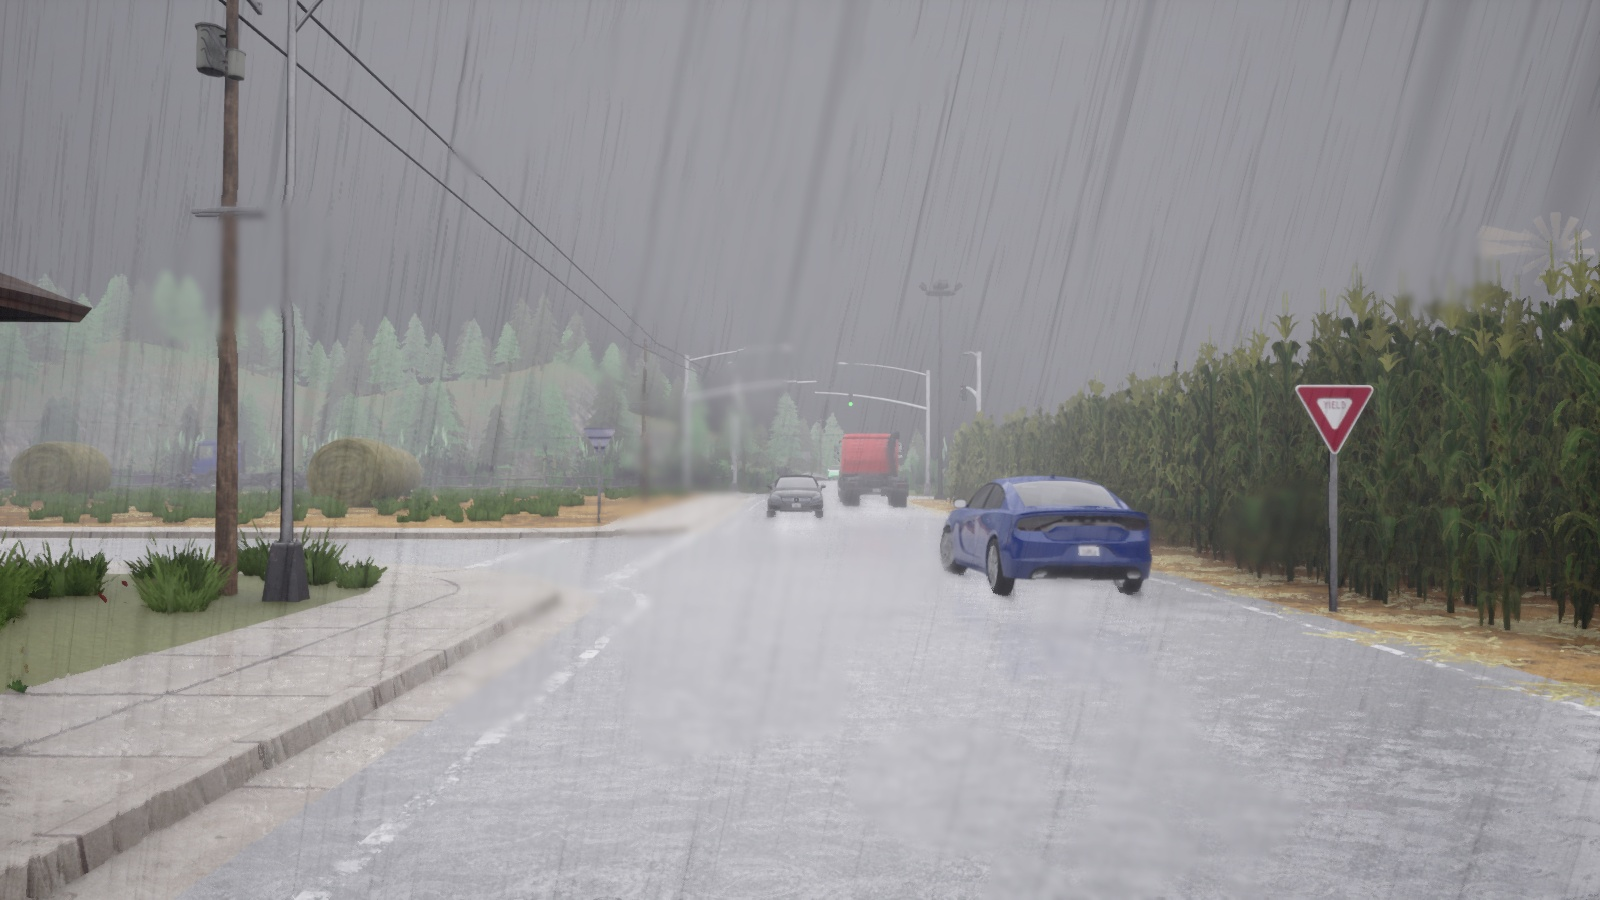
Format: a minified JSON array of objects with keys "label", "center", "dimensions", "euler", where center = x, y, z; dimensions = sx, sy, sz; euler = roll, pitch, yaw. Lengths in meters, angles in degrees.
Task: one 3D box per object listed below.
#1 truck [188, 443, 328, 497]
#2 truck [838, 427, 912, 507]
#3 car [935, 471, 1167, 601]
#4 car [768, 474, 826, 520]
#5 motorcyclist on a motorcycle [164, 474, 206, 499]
[{"label":"truck","center":[-35.370,1.315,82.143],"dimensions":[7.936,3.462,2.891],"euler":[0,-1,3]},{"label":"truck","center":[3.355,0.793,58.133],"dimensions":[2.891,3.462,7.936],"euler":[0,-1,0]},{"label":"car","center":[3.281,1.071,17.545],"dimensions":[1.882,1.535,5.008],"euler":[0,-1,-4]},{"label":"car","center":[-0.105,1.546,42.125],"dimensions":[1.812,1.442,4.674],"euler":[0,-1,0]},{"label":"motorcyclist on a motorcycle","center":[-38.580,2.289,78.780],"dimensions":[2.191,1.530,0.866],"euler":[0,-1,3]}]
